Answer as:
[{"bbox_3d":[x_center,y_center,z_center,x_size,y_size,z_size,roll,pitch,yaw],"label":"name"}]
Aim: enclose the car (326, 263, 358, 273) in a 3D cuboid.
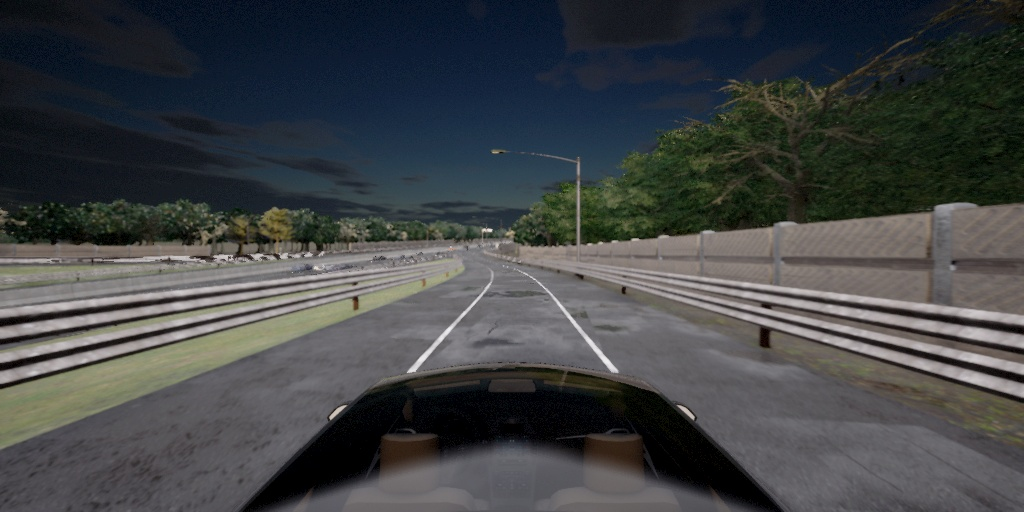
[{"bbox_3d":[-27.413,1.905,58.765,2.033,1.411,5.357,0,3,8],"label":"car"}]
